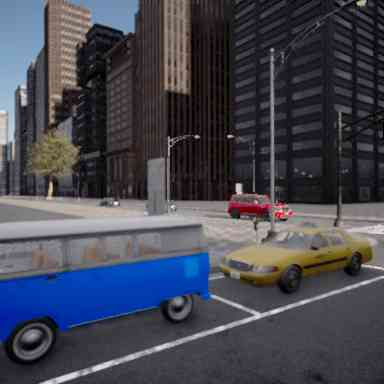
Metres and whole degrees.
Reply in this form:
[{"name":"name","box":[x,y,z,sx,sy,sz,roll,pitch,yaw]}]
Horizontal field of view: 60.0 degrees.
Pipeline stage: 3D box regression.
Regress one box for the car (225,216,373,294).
[{"name":"car","box":[2.908,1.506,8.754,4.829,1.417,1.752,0,0,-36]}]

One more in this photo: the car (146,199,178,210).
[{"name":"car","box":[-3.507,1.522,38.144,2.128,1.511,4.902,0,0,-36]}]

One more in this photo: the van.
[{"name":"van","box":[-1.564,1.336,5.540,3.998,1.788,1.690,0,0,-36]}]

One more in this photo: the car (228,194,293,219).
[{"name":"car","box":[5.191,1.214,26.146,2.150,2.045,5.566,0,0,-36]}]

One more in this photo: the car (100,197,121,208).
[{"name":"car","box":[-12.481,1.562,50.634,2.128,1.511,4.902,0,0,-35]}]
